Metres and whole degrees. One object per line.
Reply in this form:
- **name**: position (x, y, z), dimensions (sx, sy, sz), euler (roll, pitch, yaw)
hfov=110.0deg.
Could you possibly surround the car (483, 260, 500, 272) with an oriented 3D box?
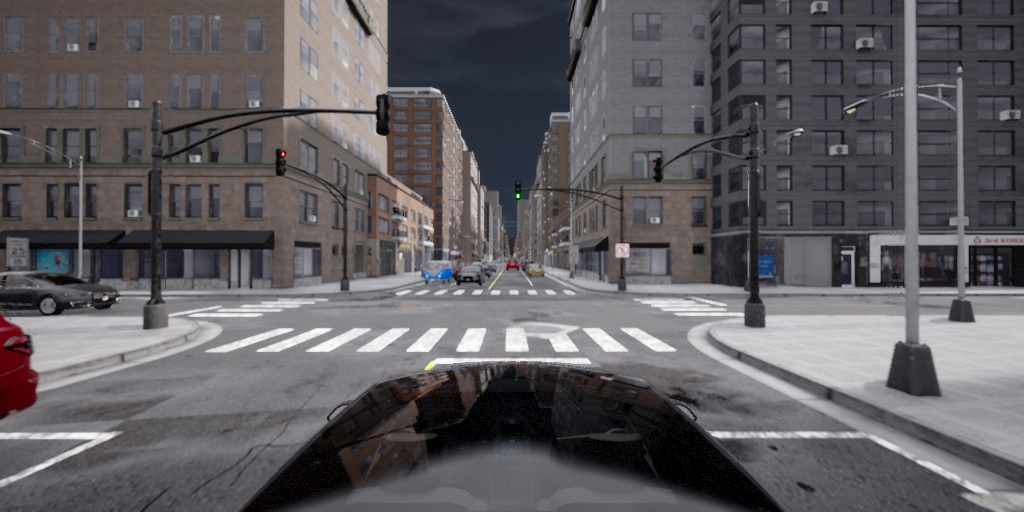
- **car**: position (-3.086, 1.652, 50.502), dimensions (2.033, 1.411, 5.357), euler (0, 0, -1)

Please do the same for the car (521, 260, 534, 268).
- **car**: position (2.683, 1.673, 50.905), dimensions (1.948, 1.339, 4.313), euler (0, 0, 0)

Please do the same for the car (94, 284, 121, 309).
- **car**: position (-17.572, 1.349, 13.280), dimensions (4.892, 1.490, 1.837), euler (0, 0, -2)

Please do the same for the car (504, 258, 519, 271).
- **car**: position (0.116, 1.397, 60.399), dimensions (2.150, 2.045, 5.566), euler (0, 0, 0)

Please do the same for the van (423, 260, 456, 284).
- **van**: position (-5.850, 1.286, 28.504), dimensions (1.690, 1.789, 3.998), euler (0, 0, 0)

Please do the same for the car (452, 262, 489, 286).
- **car**: position (-3.092, 1.444, 27.633), dimensions (1.837, 1.490, 4.892), euler (0, 0, 0)

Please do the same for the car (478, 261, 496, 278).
- **car**: position (-3.093, 1.560, 37.856), dimensions (2.033, 1.411, 5.357), euler (0, 0, 0)

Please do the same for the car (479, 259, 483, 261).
- **car**: position (-5.842, 1.672, 56.313), dimensions (1.751, 1.417, 4.829), euler (0, 0, 0)

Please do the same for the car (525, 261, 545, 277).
- **car**: position (2.679, 1.552, 39.887), dimensions (1.751, 1.417, 4.829), euler (0, 0, 0)

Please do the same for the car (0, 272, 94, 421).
- **car**: position (-5.858, 1.063, 1.557), dimensions (2.192, 1.841, 5.009), euler (0, 0, 0)

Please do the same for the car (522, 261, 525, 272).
- **car**: position (2.681, 1.617, 45.311), dimensions (2.007, 1.370, 4.403), euler (0, 0, 0)

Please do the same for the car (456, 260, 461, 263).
- **car**: position (-5.848, 1.300, 34.100), dimensions (2.192, 1.841, 5.009), euler (0, 0, 0)

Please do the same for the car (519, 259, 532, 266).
- **car**: position (2.684, 1.462, 56.499), dimensions (2.192, 1.841, 5.009), euler (0, 0, 0)
